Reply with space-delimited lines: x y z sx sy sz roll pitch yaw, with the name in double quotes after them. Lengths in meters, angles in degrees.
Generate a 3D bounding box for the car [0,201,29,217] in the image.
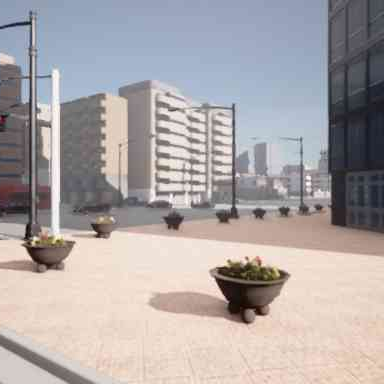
-18.252 1.664 33.678 2.128 1.511 4.902 0 -1 35 "car"

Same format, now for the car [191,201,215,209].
1.946 2.150 56.214 2.033 1.411 5.357 0 -1 35 "car"

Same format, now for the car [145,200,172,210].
-5.255 1.972 52.153 1.882 1.535 5.008 0 -1 35 "car"

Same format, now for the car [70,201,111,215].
-11.364 1.754 37.406 2.128 1.511 4.902 0 -1 35 "car"
